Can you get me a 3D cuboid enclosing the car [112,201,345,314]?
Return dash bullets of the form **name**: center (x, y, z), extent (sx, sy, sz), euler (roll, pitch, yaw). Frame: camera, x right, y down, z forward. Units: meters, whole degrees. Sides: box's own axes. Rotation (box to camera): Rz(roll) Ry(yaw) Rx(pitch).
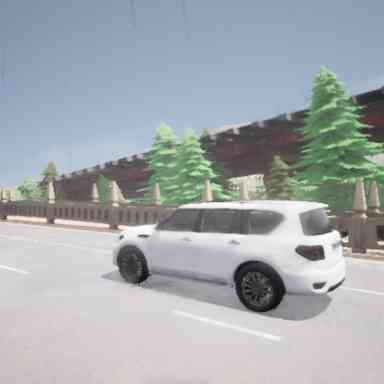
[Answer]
- **car**: center (0.563, 1.225, 7.886), extent (5.566, 2.045, 2.150), euler (0, 0, 36)
